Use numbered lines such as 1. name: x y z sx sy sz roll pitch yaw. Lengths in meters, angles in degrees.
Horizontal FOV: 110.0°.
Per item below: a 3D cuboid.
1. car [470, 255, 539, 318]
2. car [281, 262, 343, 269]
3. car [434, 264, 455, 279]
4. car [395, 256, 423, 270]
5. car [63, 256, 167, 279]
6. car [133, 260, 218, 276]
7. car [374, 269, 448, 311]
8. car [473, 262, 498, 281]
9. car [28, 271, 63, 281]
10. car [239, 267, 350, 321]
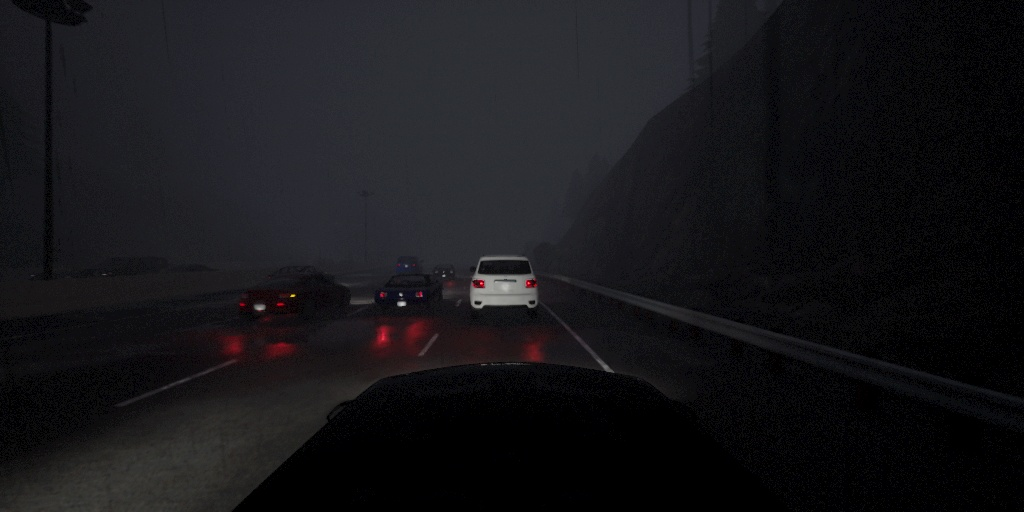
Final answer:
1. car: -0.360 0.979 13.163 2.150 2.045 5.566 0 0 -4
2. car: -11.454 1.279 19.728 2.128 1.511 4.902 0 0 -6
3. car: -6.067 1.384 32.382 1.895 1.301 4.718 0 0 -9
4. car: -10.137 1.016 35.577 2.150 2.045 5.566 0 0 -10
5. car: -26.305 1.046 24.552 2.150 2.045 5.566 0 0 -8
6. car: -22.828 1.294 24.921 1.882 1.535 5.008 0 0 -8
7. car: -3.963 1.368 14.620 1.895 1.301 4.718 0 0 -4
8. car: -2.391 1.279 31.397 1.837 1.490 4.892 0 0 -9
9. car: -33.865 1.444 27.844 1.895 1.301 4.718 0 0 -9
10. car: -7.344 1.299 12.551 1.812 1.442 4.674 0 0 -4
